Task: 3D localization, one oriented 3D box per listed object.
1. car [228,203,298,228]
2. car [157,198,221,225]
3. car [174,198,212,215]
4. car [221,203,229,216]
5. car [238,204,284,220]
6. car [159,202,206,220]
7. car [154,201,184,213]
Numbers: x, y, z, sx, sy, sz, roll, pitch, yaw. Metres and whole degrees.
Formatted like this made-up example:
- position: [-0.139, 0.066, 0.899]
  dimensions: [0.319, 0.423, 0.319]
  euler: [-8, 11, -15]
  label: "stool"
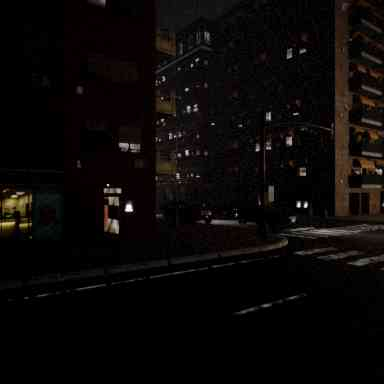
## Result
- position: [5.290, 1.689, 24.088]
  dimensions: [2.128, 1.511, 4.902]
  euler: [0, -1, -37]
  label: "car"
- position: [-0.367, 1.586, 27.078]
  dimensions: [2.192, 1.841, 5.009]
  euler: [-1, 0, -36]
  label: "car"
- position: [0.034, 1.718, 41.145]
  dimensions: [2.192, 1.841, 5.009]
  euler: [-1, 0, -36]
  label: "car"
- position: [3.334, 1.899, 36.656]
  dimensions: [1.947, 1.339, 4.313]
  euler: [-1, 0, -36]
  label: "car"
- position: [6.629, 1.844, 32.168]
  dimensions: [1.802, 1.307, 4.206]
  euler: [-1, 0, -36]
  label: "car"
- position: [-1.006, 1.822, 32.580]
  dimensions: [2.128, 1.511, 4.902]
  euler: [0, -1, -36]
  label: "car"
- position: [-3.257, 2.025, 45.632]
  dimensions: [2.008, 1.369, 4.403]
  euler: [-1, 0, -36]
  label: "car"
